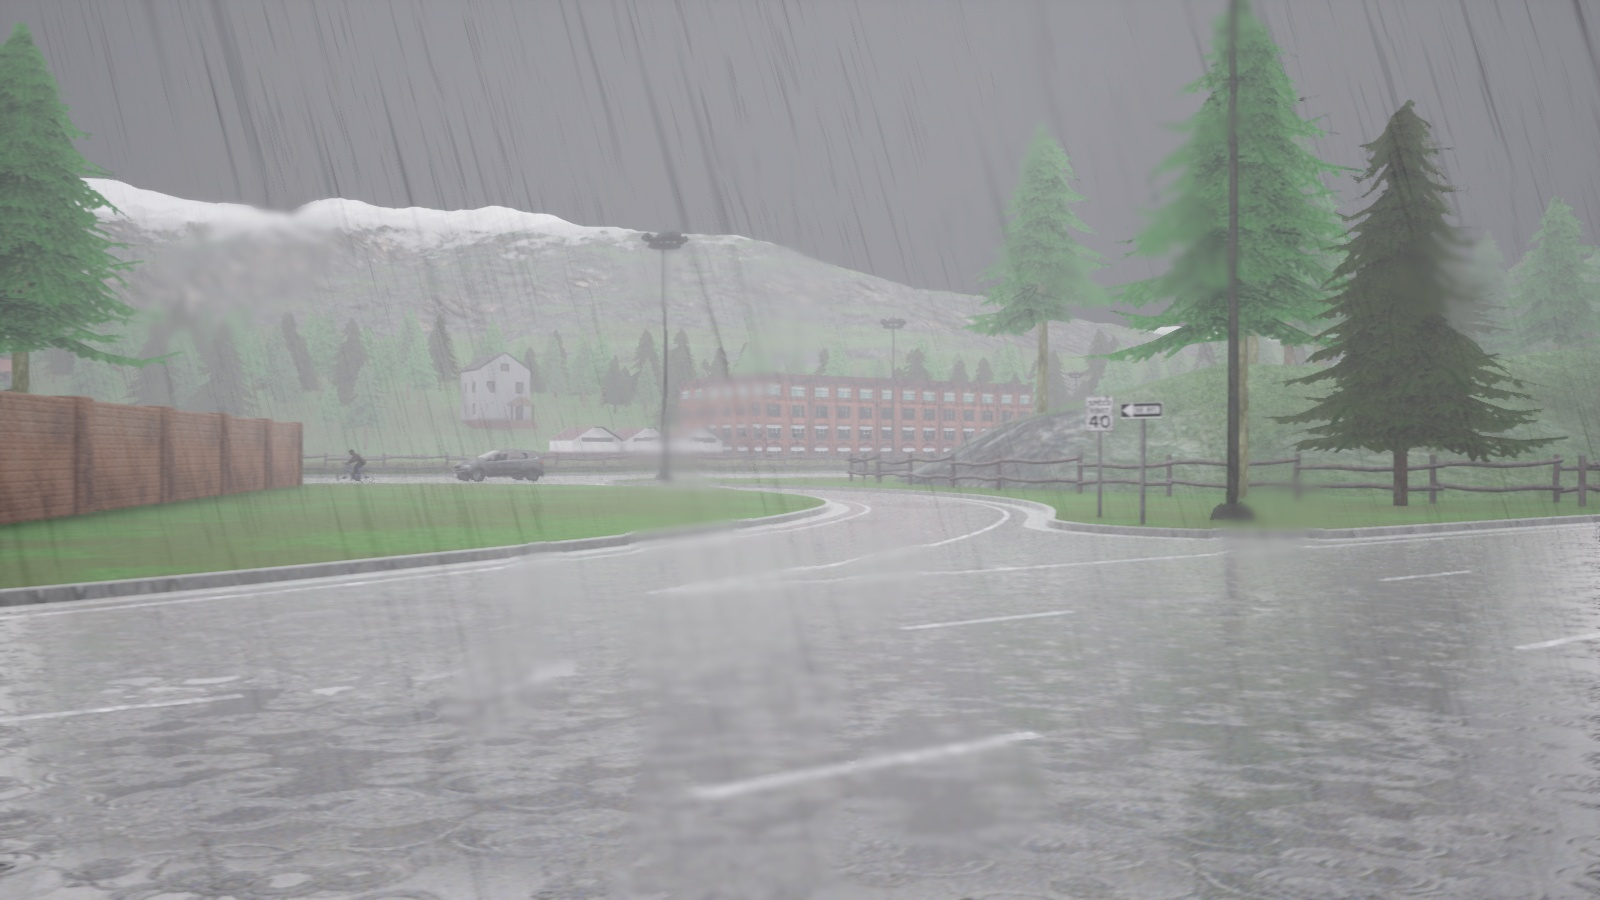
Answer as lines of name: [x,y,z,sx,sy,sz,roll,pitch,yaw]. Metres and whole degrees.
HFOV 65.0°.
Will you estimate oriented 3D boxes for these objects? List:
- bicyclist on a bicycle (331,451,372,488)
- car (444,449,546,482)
bicyclist on a bicycle: [-20.437,0.881,57.243,1.656,1.620,0.582,0,0,-35]
car: [-15.703,0.781,64.777,4.611,1.667,2.242,0,0,-35]
